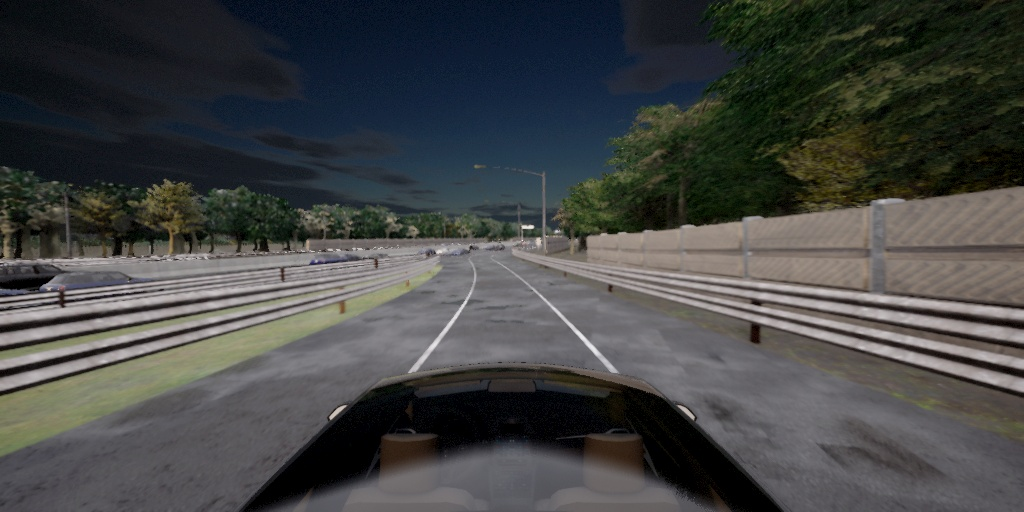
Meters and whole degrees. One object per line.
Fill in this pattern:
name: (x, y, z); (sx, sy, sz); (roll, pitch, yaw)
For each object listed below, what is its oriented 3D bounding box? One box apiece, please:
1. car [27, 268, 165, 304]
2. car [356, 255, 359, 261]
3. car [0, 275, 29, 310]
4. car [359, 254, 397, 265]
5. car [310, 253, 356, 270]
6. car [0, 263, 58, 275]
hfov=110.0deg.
car: (-22.230, 1.597, 19.698); (2.097, 1.767, 4.553); (0, 3, 15)
car: (-21.876, 0.360, 47.771); (2.033, 1.411, 5.357); (0, 3, 15)
car: (-26.707, 1.999, 16.560); (2.033, 1.411, 5.357); (0, 3, 15)
car: (-15.784, 0.444, 43.491); (1.837, 1.490, 4.892); (0, 3, 15)
car: (-20.285, 0.524, 40.264); (2.097, 1.767, 4.553); (0, 3, 15)
car: (-28.970, 1.438, 21.592); (2.150, 2.045, 5.566); (0, 3, 15)
